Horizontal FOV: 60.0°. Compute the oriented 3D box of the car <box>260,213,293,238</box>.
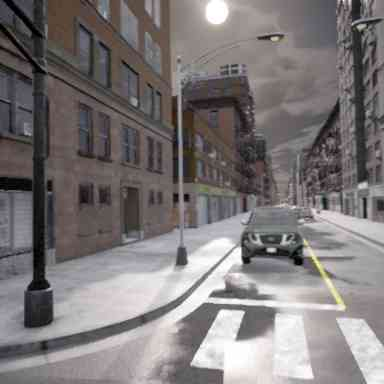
[{"bbox_3d":[6.055,2.274,23.717,2.033,1.411,5.357,-2,-2,15],"label":"car"}]

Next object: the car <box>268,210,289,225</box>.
[{"bbox_3d":[9.104,2.650,34.922,1.895,1.301,4.718,-2,-2,15],"label":"car"}]

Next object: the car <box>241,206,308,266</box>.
[{"bbox_3d":[3.363,1.662,13.797,2.150,2.045,5.566,-2,-2,15],"label":"car"}]

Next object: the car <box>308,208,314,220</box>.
[{"bbox_3d":[14.136,2.728,41.509,2.033,1.411,5.357,-2,-2,16],"label":"car"}]

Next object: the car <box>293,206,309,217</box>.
[{"bbox_3d":[16.687,2.952,51.154,2.128,1.511,4.902,-2,-2,15],"label":"car"}]
